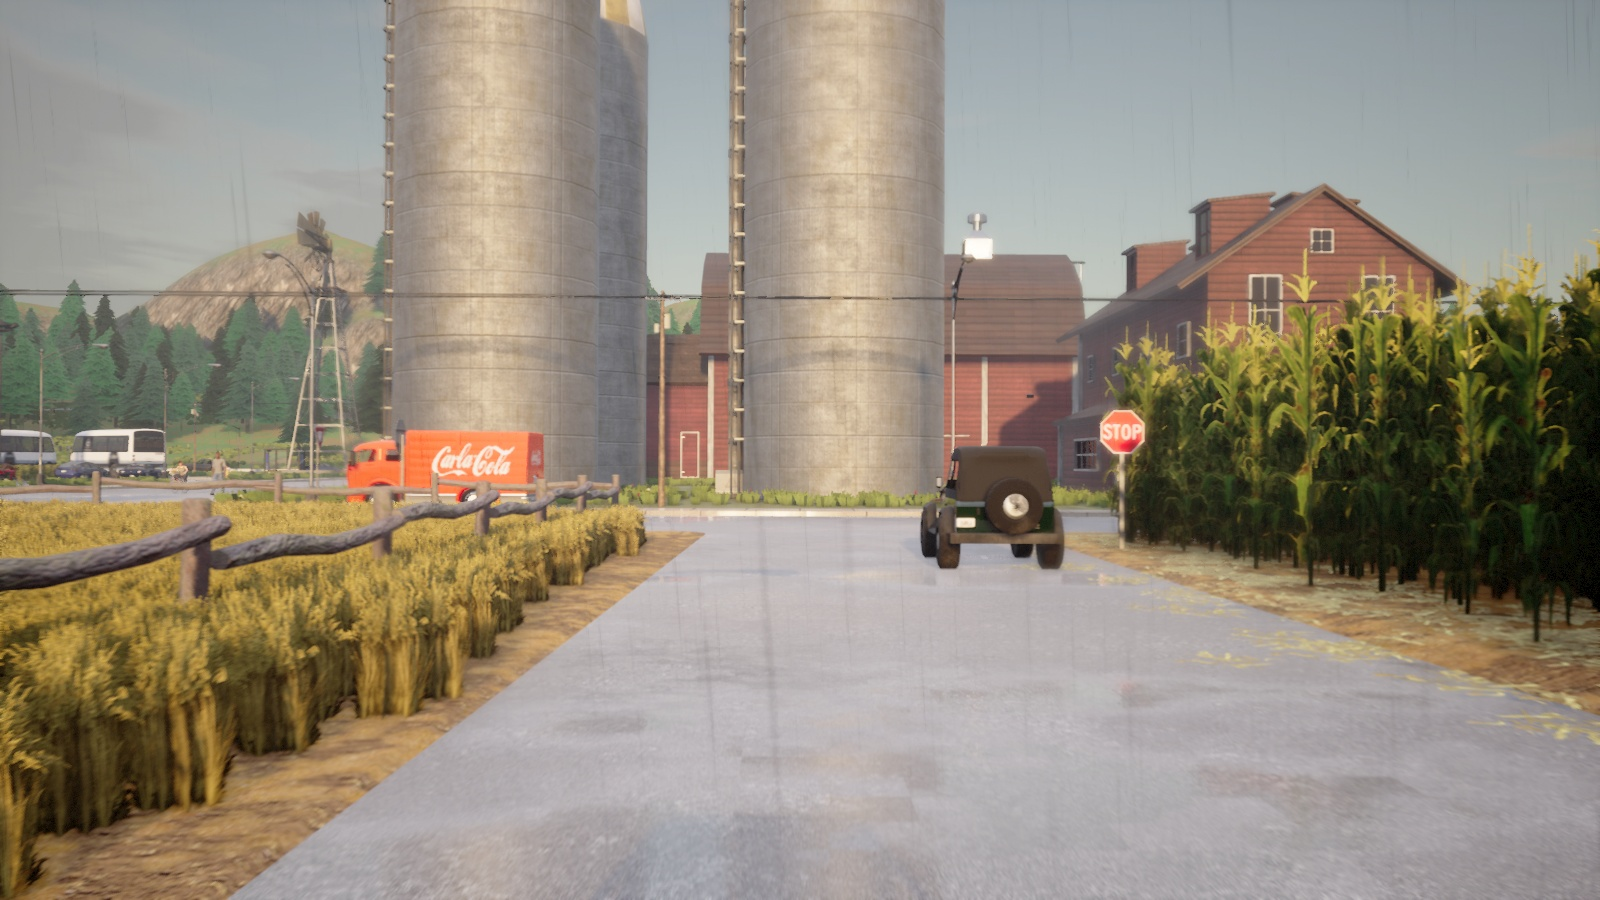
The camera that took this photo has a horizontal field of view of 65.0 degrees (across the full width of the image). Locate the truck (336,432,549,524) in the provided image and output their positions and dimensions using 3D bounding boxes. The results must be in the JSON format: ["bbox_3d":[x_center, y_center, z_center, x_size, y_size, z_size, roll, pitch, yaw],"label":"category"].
[{"bbox_3d":[-9.925,0.780,35.236,5.204,2.467,2.627,0,-1,1],"label":"truck"}]

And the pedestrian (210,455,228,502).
[{"bbox_3d":[-22.648,1.112,48.920,0.354,1.836,0.706,0,-1,3],"label":"pedestrian"}]

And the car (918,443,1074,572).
[{"bbox_3d":[3.050,0.859,20.322,1.905,1.878,3.866,0,-1,0],"label":"car"}]
